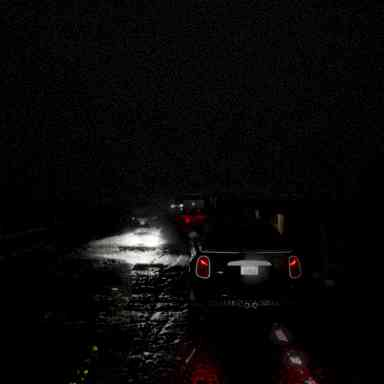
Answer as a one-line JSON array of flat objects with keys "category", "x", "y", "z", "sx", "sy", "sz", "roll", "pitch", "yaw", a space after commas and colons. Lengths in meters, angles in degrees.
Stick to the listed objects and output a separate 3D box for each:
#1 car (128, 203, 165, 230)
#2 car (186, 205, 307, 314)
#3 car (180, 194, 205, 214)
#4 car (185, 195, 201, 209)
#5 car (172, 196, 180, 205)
[{"category": "car", "x": -2.796, "y": 1.490, "z": 21.298, "sx": 2.128, "sy": 1.511, "sz": 4.902, "roll": 0, "pitch": 0, "yaw": 0}, {"category": "car", "x": 0.981, "y": 1.349, "z": 7.760, "sx": 2.097, "sy": 1.767, "sz": 4.553, "roll": 0, "pitch": 0, "yaw": 0}, {"category": "car", "x": 0.167, "y": 1.226, "z": 35.822, "sx": 2.150, "sy": 2.045, "sz": 5.566, "roll": 0, "pitch": 0, "yaw": 0}, {"category": "car", "x": 0.133, "y": 1.364, "z": 46.319, "sx": 2.097, "sy": 1.767, "sz": 4.553, "roll": 0, "pitch": 0, "yaw": 0}, {"category": "car", "x": -2.597, "y": 1.527, "z": 59.251, "sx": 1.837, "sy": 1.490, "sz": 4.892, "roll": 0, "pitch": 0, "yaw": 0}]
